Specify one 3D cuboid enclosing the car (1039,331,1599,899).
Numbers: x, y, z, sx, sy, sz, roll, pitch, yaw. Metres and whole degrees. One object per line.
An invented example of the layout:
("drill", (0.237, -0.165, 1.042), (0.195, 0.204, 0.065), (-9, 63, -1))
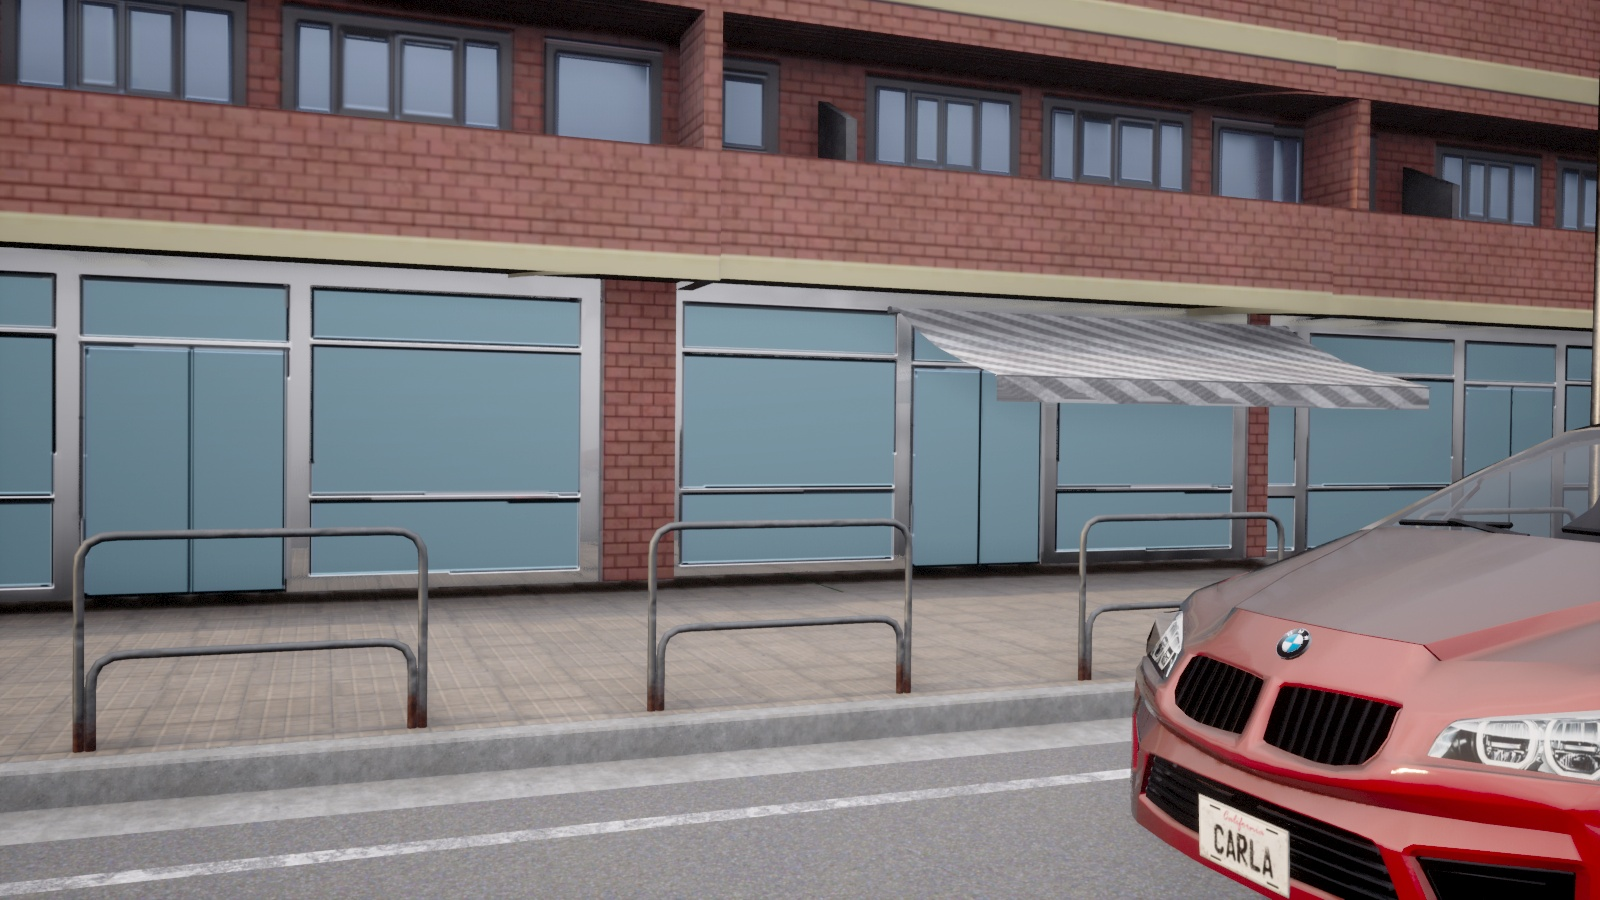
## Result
("car", (3.469, 0.531, 4.556), (4.611, 1.667, 2.242), (-1, 1, -21))
